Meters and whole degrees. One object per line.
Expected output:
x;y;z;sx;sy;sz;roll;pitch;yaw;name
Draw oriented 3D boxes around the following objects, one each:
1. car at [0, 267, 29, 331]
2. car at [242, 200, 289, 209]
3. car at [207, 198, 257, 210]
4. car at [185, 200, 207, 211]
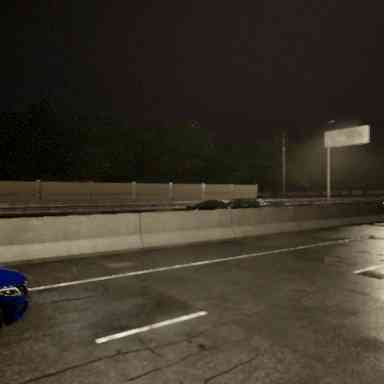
-4.849;1.526;4.589;4.674;1.442;1.812;0;0;-35;car
6.243;1.566;25.693;4.181;1.385;1.994;0;0;-36;car
3.946;1.354;28.353;4.553;1.767;2.097;0;0;-36;car
1.659;1.480;31.018;5.008;1.535;1.882;0;0;-36;car
